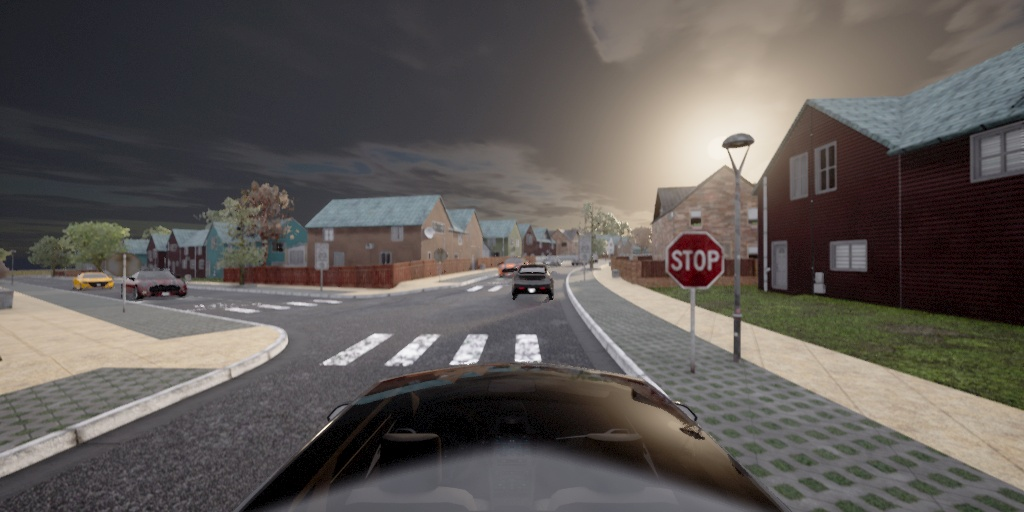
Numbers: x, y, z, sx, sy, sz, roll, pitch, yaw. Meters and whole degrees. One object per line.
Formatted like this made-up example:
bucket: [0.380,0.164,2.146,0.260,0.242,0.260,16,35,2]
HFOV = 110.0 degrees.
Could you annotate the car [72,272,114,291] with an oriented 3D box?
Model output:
car: [-36.489,2.172,31.209,5.008,1.535,1.882,-2,-1,33]

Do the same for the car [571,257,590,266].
car: [10.856,0.824,57.383,2.033,1.411,5.357,0,1,22]

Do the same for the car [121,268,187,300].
car: [-21.355,1.605,21.395,4.553,1.767,2.097,-2,-1,33]

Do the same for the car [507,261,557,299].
car: [1.074,1.152,17.391,1.837,1.490,4.892,0,0,6]

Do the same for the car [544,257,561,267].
car: [5.757,0.845,51.810,2.128,1.511,4.902,0,1,20]

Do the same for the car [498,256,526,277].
car: [0.226,0.899,31.162,2.097,1.767,4.553,0,0,11]
